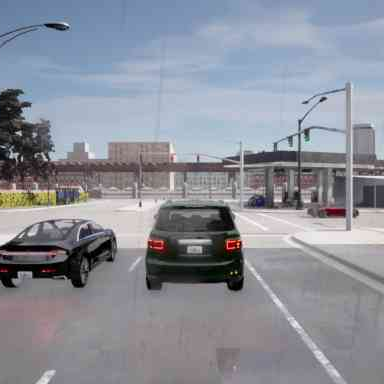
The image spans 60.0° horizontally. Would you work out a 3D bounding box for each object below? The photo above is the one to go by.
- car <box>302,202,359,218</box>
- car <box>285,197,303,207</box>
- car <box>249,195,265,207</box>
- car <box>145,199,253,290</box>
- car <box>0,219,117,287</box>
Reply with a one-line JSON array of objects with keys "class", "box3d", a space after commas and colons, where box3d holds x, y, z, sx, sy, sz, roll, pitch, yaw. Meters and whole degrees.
[{"class": "car", "box3d": [12.357, 1.564, 29.245, 4.181, 1.385, 1.994, 0, 0, -1]}, {"class": "car", "box3d": [15.398, 1.456, 50.142, 1.970, 1.475, 3.806, 0, 0, 0]}, {"class": "car", "box3d": [9.654, 1.295, 49.373, 2.242, 1.667, 4.611, 0, 0, 0]}, {"class": "car", "box3d": [0.074, 1.221, 9.190, 2.150, 2.045, 5.566, 0, 0, 0]}, {"class": "car", "box3d": [-3.430, 1.492, 9.274, 2.128, 1.511, 4.902, 0, 0, 0]}]
